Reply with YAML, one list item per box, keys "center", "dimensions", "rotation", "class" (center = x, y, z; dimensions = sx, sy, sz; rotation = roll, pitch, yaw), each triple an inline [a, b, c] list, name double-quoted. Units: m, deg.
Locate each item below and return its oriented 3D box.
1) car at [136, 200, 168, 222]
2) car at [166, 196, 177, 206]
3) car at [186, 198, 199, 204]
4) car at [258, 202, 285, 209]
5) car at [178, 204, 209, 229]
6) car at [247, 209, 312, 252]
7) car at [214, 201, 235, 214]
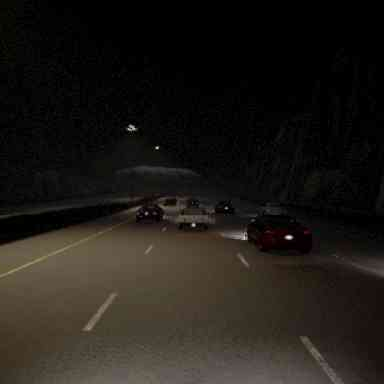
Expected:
- center: [-3.405, 1.666, 27.461]
  dimensions: [2.033, 1.411, 5.357]
  rotation: [0, 0, 0]
  class: "car"
- center: [-3.409, 1.458, 54.676]
  dimensions: [2.128, 1.511, 4.902]
  rotation: [0, 1, 0]
  class: "car"
- center: [0.092, 1.573, 48.477]
  dimensions: [2.033, 1.411, 5.357]
  rotation: [0, 1, 0]
  class: "car"
- center: [7.096, 1.644, 29.731]
  dimensions: [1.812, 1.442, 4.674]
  rotation: [0, 0, 0]
  class: "car"
- center: [0.095, 1.720, 22.405]
  dimensions: [1.895, 1.301, 4.718]
  rotation: [0, 0, 0]
  class: "car"
- center: [3.598, 1.662, 14.338]
  dimensions: [1.994, 1.385, 4.181]
  rotation: [0, 0, 0]
  class: "car"
- center: [3.593, 1.663, 36.812]
  dimensions: [1.994, 1.385, 4.181]
  rotation: [0, 0, 0]
  class: "car"
